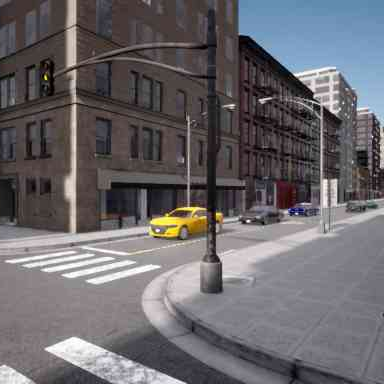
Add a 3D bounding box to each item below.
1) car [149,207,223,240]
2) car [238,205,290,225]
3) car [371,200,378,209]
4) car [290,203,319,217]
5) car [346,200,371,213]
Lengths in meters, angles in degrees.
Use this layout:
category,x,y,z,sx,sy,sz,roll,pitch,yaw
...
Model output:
category,x,y,z,sx,sy,sz,roll,pitch,yaw
car,-0.188,1.575,17.872,1.882,1.535,5.008,0,0,35
car,5.551,1.704,25.932,2.033,1.411,5.357,0,0,35
car,27.777,1.904,52.043,1.994,1.385,4.181,0,0,35
car,11.535,1.815,34.314,1.895,1.301,4.718,0,0,36
car,20.984,1.773,42.506,2.128,1.511,4.902,0,0,35
